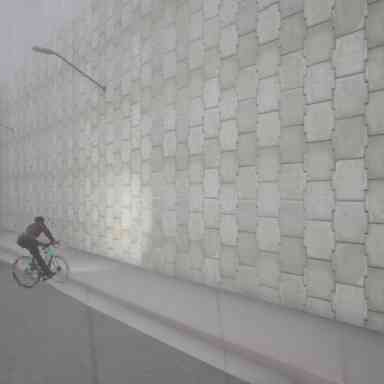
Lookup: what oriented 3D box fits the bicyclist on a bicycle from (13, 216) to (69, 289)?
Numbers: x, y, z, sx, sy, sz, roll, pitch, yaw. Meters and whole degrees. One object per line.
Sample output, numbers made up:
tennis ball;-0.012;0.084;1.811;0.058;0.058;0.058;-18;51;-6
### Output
bicyclist on a bicycle;-3.400;1.308;7.422;0.582;1.620;1.656;-22;-15;14
